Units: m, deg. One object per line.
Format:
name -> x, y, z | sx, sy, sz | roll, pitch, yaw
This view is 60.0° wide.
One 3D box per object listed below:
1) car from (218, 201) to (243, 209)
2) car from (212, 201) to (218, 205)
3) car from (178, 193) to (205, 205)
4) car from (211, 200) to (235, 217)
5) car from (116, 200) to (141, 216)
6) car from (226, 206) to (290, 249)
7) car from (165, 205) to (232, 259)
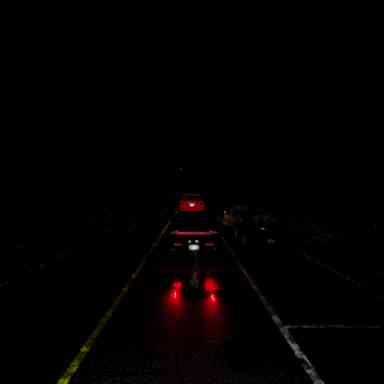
car -> 2.790, 1.460, 19.770 | 1.752, 1.417, 4.829 | -1, 0, 0
car -> 2.770, 1.481, 25.186 | 1.947, 1.339, 4.313 | -1, 0, 0
car -> -0.015, 1.122, 29.006 | 2.150, 2.045, 5.566 | 0, 0, 0
car -> 2.749, 1.477, 30.772 | 1.802, 1.307, 4.206 | -1, 0, 0
car -> -5.796, 1.440, 30.737 | 1.887, 1.381, 4.507 | -1, 0, 0
car -> 2.811, 1.505, 14.014 | 2.008, 1.369, 4.403 | -1, 0, 0
car -> 0.051, 1.450, 12.470 | 2.128, 1.511, 4.902 | 0, 0, 0
